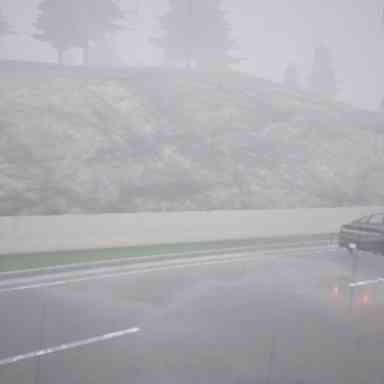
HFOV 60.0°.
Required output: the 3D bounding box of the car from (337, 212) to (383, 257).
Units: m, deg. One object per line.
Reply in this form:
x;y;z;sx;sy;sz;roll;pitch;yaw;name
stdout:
7.115;1.406;10.907;4.902;1.511;2.128;0;0;-21;car
